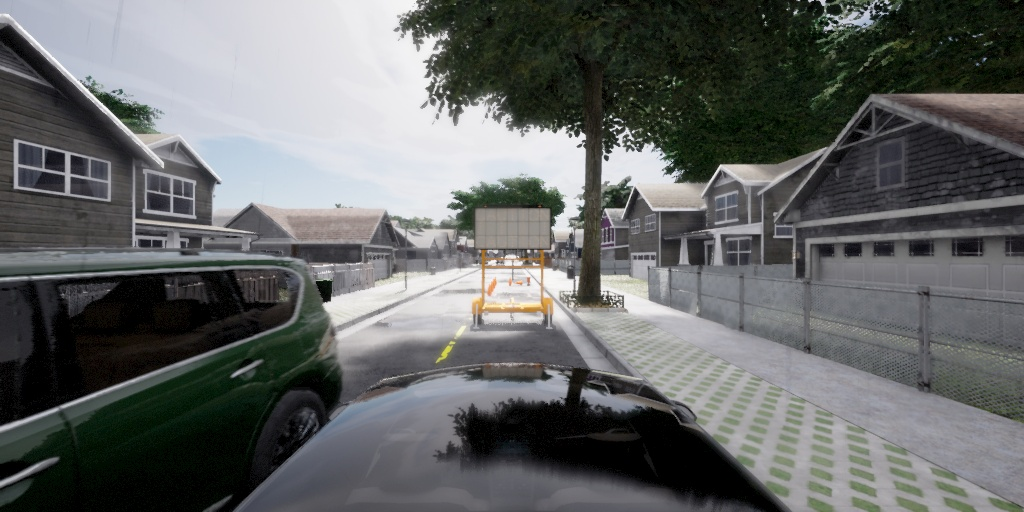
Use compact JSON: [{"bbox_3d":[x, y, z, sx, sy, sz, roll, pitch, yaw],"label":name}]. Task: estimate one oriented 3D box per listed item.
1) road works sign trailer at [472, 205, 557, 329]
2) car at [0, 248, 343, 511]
[{"bbox_3d":[0.023,0.213,11.233,2.380,3.560,2.880,0,0,0],"label":"road works sign trailer"},{"bbox_3d":[-2.755,0.971,1.321,2.150,2.045,5.566,0,0,0],"label":"car"}]
